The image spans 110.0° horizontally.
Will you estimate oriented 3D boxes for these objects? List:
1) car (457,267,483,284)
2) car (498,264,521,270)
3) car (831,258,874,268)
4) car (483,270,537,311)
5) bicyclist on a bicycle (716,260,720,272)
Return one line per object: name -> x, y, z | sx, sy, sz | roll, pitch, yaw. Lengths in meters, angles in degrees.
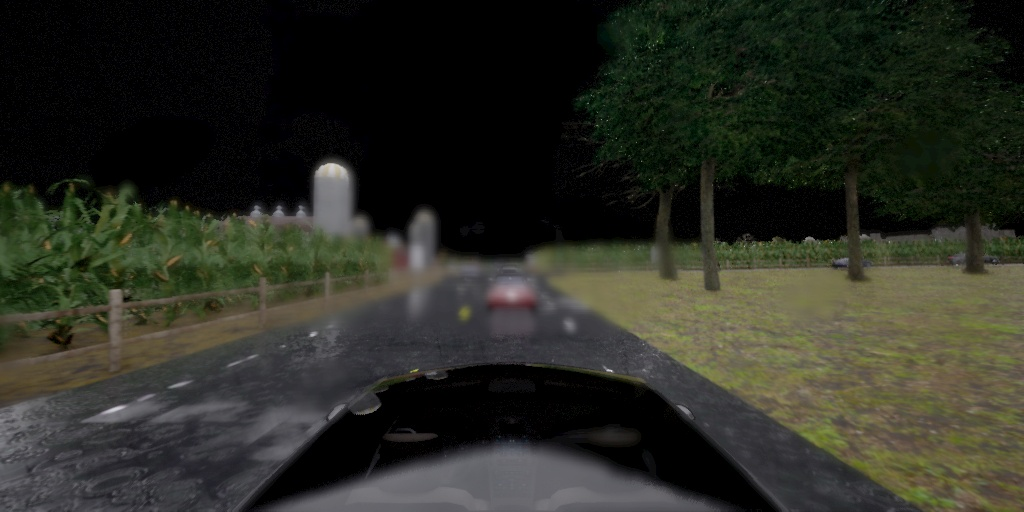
car -> -3.498, 1.634, 31.428 | 2.033, 1.411, 5.357 | 0, -1, 0
car -> 0.029, 1.581, 30.371 | 1.837, 1.490, 4.892 | 0, 0, 0
car -> 43.496, 0.884, 45.828 | 4.181, 1.385, 1.994 | -1, -2, 0
car -> 0.023, 1.465, 15.428 | 1.994, 1.385, 4.181 | 0, -1, 1
bicyclist on a bicycle -> 24.285, 1.100, 42.756 | 0.582, 1.620, 1.656 | -1, -1, 0
